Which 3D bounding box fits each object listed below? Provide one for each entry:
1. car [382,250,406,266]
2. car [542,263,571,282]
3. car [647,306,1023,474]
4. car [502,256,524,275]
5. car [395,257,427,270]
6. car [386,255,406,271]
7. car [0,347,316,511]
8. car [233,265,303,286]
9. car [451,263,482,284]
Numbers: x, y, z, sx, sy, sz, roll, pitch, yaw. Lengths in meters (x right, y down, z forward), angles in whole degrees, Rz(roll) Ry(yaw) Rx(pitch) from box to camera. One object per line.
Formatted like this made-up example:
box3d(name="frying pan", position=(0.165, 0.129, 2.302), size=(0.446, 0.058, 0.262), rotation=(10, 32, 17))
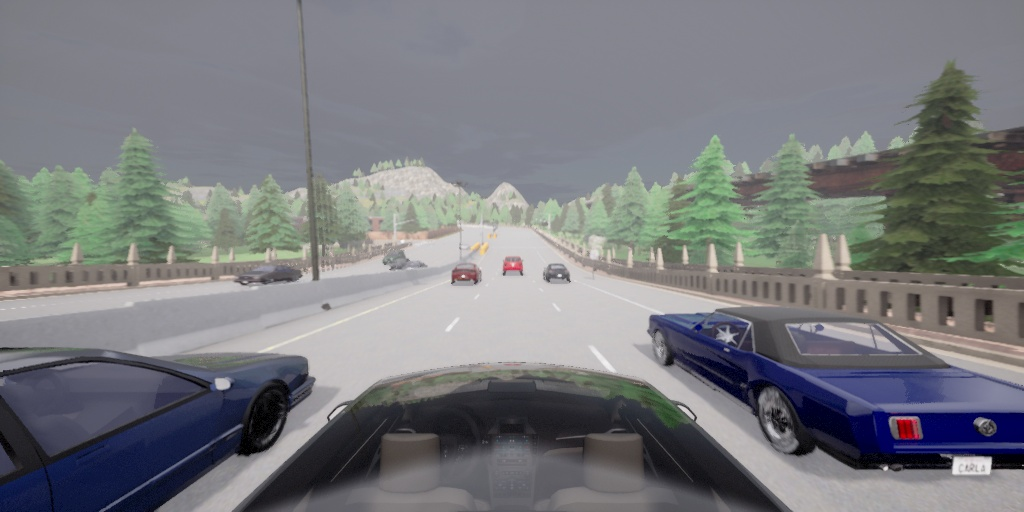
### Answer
box3d(name="car", position=(-17.545, 0.276, 53.711), size=(2.150, 2.045, 5.566), rotation=(0, 4, 1))
box3d(name="car", position=(3.605, 1.333, 29.484), size=(1.812, 1.442, 4.674), rotation=(0, 0, 0))
box3d(name="car", position=(3.602, 1.358, 5.025), size=(1.895, 1.301, 4.718), rotation=(0, 0, 0))
box3d(name="car", position=(0.106, 0.968, 39.937), size=(2.150, 2.045, 5.566), rotation=(0, 1, 0))
box3d(name="car", position=(-10.580, 1.254, 39.014), size=(2.128, 1.511, 4.902), rotation=(0, 1, 0))
box3d(name="car", position=(-14.070, 1.037, 45.912), size=(1.837, 1.490, 4.892), rotation=(0, 3, 0))
box3d(name="car", position=(-3.399, 1.298, 2.045), size=(2.033, 1.411, 5.357), rotation=(0, 0, 0))
box3d(name="car", position=(-17.591, 1.349, 26.301), size=(2.033, 1.411, 5.357), rotation=(0, 0, 0))
box3d(name="car", position=(-3.396, 1.281, 27.520), size=(1.882, 1.535, 5.008), rotation=(0, 0, 0))
